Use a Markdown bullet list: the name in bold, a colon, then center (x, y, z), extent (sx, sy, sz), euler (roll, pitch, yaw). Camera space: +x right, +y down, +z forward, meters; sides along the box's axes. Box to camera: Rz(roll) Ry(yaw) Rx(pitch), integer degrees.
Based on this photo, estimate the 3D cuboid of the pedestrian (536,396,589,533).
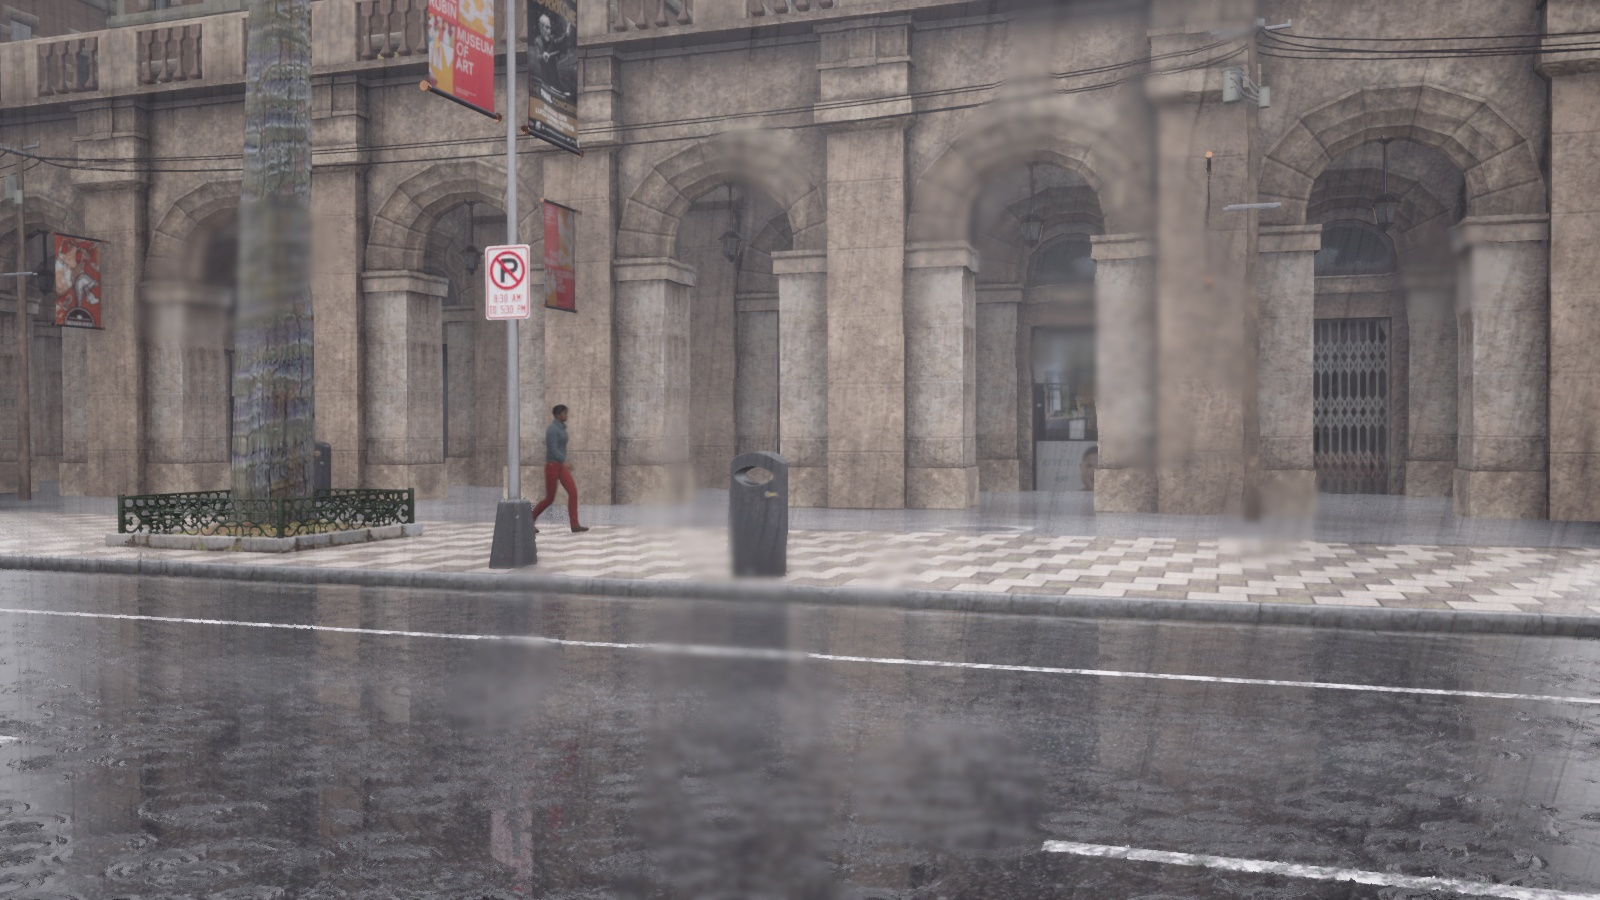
- **pedestrian**: center (-3.260, 0.195, 17.242), extent (0.614, 1.847, 0.353), euler (1, 1, 18)
